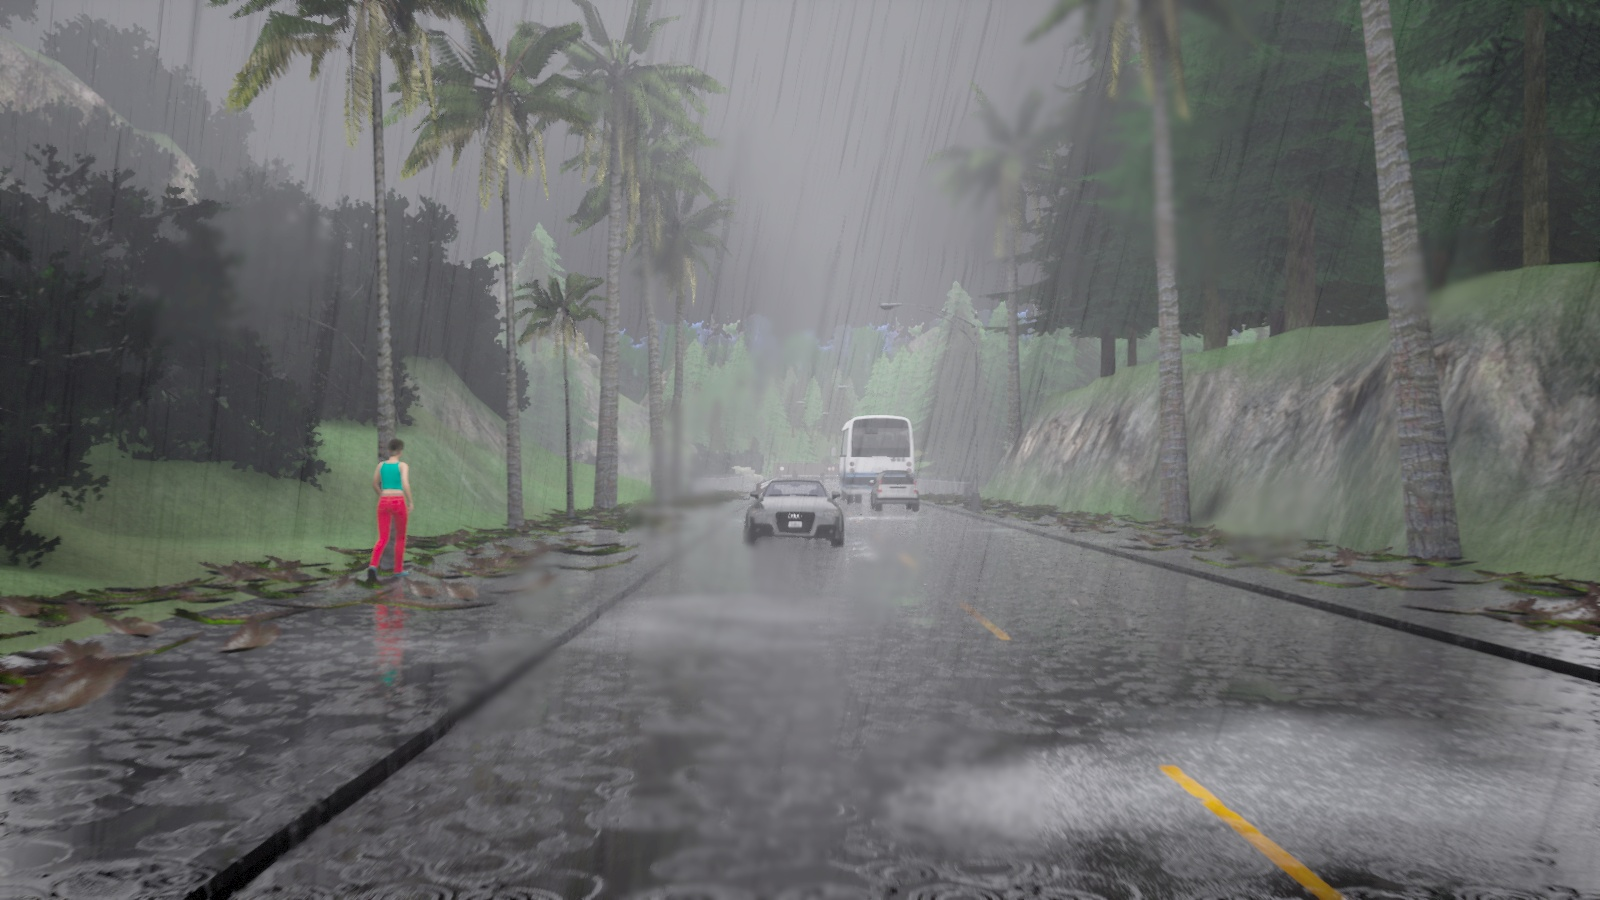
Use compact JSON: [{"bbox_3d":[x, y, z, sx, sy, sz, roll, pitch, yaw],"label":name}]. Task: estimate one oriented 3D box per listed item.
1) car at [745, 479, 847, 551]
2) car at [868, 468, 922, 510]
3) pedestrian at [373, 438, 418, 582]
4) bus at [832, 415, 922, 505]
[{"bbox_3d":[-0.089,1.327,26.748,1.994,1.385,4.181,0,-1,0],"label":"car"},{"bbox_3d":[3.818,1.551,51.008,1.851,1.617,3.988,0,-1,0],"label":"car"},{"bbox_3d":[-5.281,0.776,16.421,0.345,1.836,0.594,0,-1,6],"label":"pedestrian"},{"bbox_3d":[3.760,0.504,64.583,3.944,4.253,10.273,0,0,0],"label":"bus"}]
